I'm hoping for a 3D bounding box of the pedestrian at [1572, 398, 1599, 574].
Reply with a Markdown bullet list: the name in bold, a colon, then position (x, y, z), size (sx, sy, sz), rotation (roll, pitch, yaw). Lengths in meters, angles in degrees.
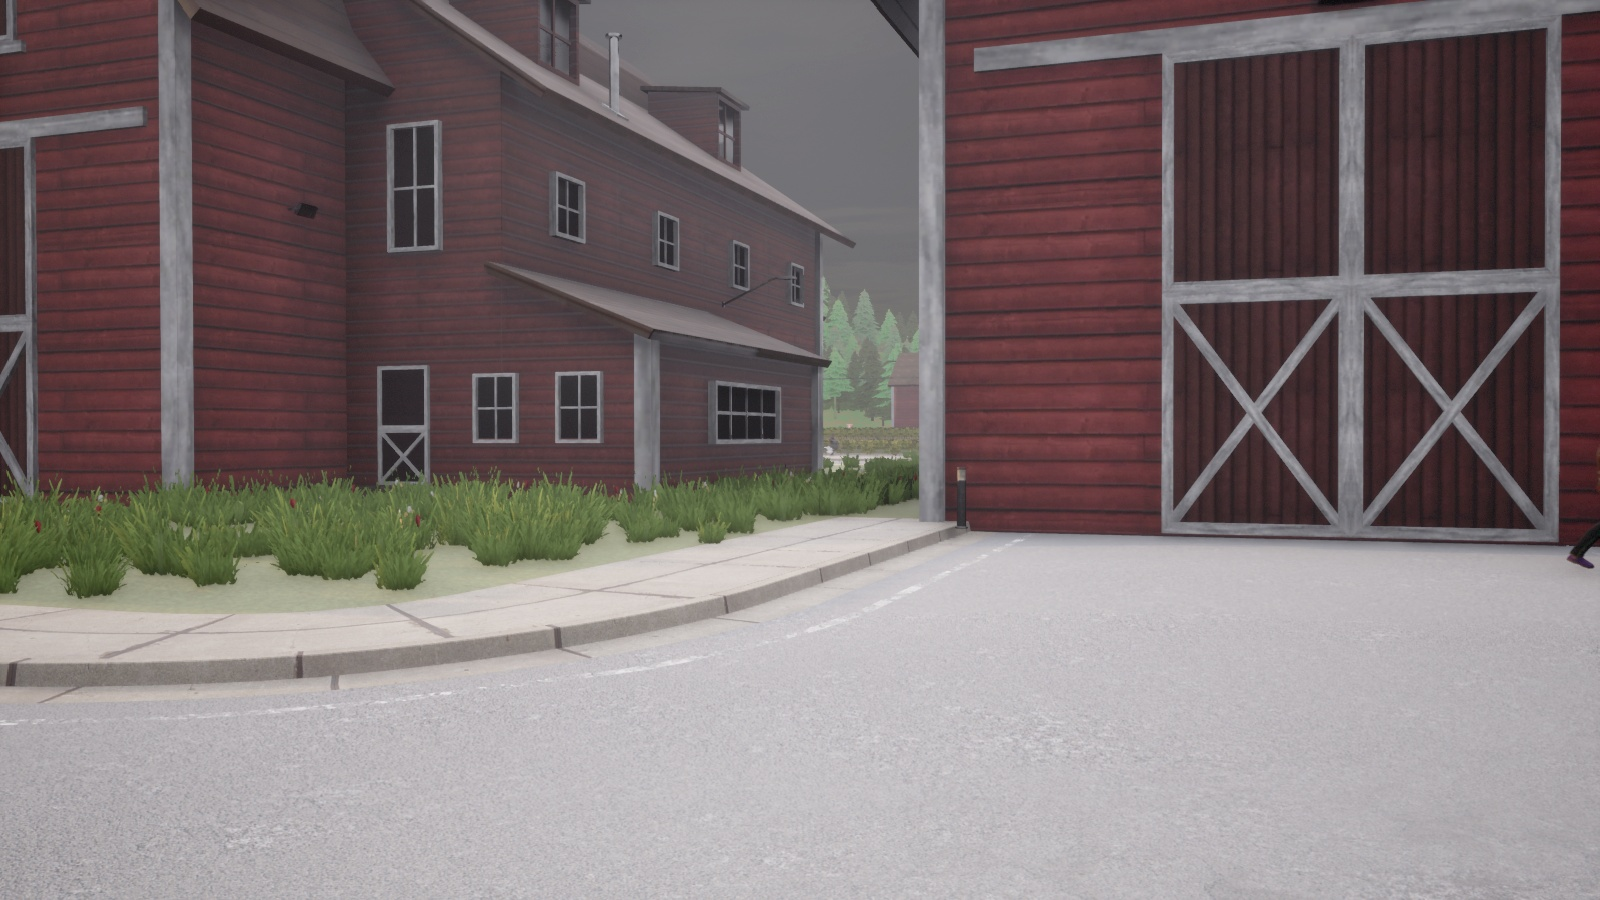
- **pedestrian**: position (8.527, 0.370, 12.980), size (0.869, 1.805, 0.328), rotation (1, 1, 21)
